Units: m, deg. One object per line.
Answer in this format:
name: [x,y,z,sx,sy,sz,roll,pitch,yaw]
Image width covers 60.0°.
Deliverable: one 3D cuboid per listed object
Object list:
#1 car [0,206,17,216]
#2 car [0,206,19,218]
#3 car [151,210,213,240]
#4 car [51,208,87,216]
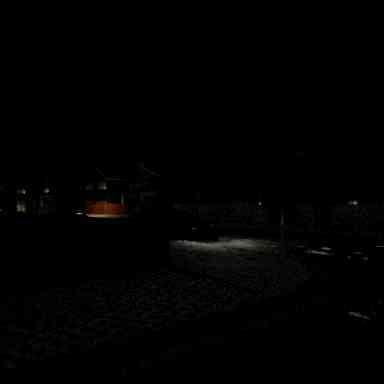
car: [-28.576,2.880,50.605,5.357,1.411,2.033,-2,-1,45]
car: [-23.135,2.669,41.631,5.357,1.411,2.033,-2,-1,42]
car: [-0.899,1.859,19.678,1.882,1.535,5.008,-1,-1,-41]
car: [-11.383,2.244,30.782,4.892,1.490,1.837,-1,0,44]
